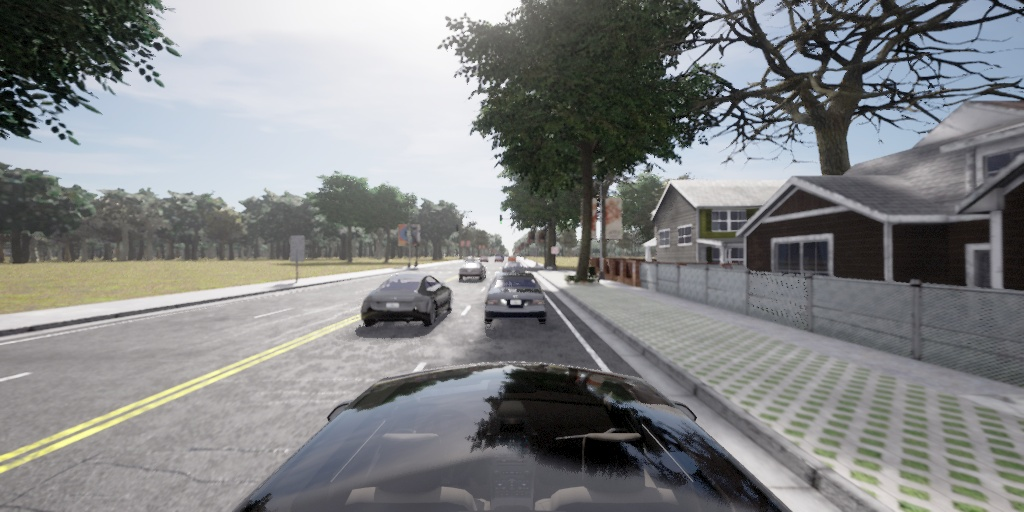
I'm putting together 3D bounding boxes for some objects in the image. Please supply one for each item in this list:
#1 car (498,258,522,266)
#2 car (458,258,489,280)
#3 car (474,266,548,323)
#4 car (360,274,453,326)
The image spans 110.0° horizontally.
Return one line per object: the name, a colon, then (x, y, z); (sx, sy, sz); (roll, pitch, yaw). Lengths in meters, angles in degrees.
car: (0.098, 1.148, 29.121); (2.033, 1.411, 5.357); (0, 0, 0)
car: (-3.151, 1.148, 29.122); (2.033, 1.411, 5.357); (0, 0, 0)
car: (0.098, 1.242, 11.865); (2.033, 1.411, 5.357); (0, 0, 0)
car: (-3.155, 1.260, 11.489); (1.994, 1.385, 4.181); (0, 0, 0)
